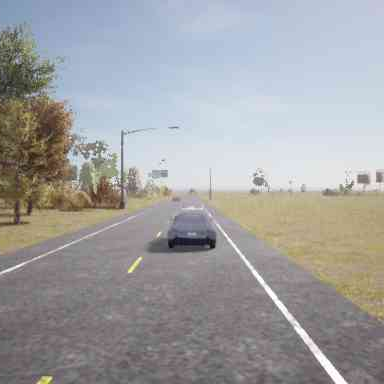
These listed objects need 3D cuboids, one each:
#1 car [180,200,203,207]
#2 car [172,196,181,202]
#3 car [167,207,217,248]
[{"bbox_3d":[0.000,1.614,29.680,1.895,1.301,4.718,0,0,0],"label":"car"},{"bbox_3d":[-3.500,1.541,76.738,1.994,1.385,4.181,0,0,0],"label":"car"},{"bbox_3d":[0.000,1.570,14.650,1.994,1.385,4.181,0,0,0],"label":"car"}]
